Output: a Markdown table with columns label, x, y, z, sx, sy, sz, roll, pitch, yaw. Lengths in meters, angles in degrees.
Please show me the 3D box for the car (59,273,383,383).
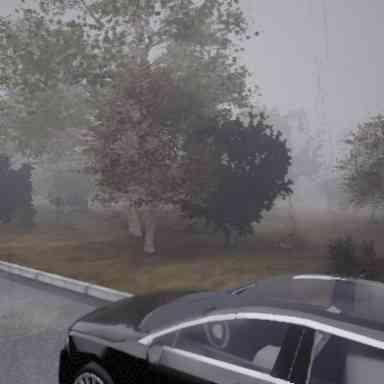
| label | x | y | z | sx | sy | sz | roll | pitch | yaw |
| --- | --- | --- | --- | --- | --- | --- | --- | --- | --- |
| car | 0.865 | 1.490 | 2.761 | 4.902 | 1.511 | 2.128 | 0 | 0 | 35 |
